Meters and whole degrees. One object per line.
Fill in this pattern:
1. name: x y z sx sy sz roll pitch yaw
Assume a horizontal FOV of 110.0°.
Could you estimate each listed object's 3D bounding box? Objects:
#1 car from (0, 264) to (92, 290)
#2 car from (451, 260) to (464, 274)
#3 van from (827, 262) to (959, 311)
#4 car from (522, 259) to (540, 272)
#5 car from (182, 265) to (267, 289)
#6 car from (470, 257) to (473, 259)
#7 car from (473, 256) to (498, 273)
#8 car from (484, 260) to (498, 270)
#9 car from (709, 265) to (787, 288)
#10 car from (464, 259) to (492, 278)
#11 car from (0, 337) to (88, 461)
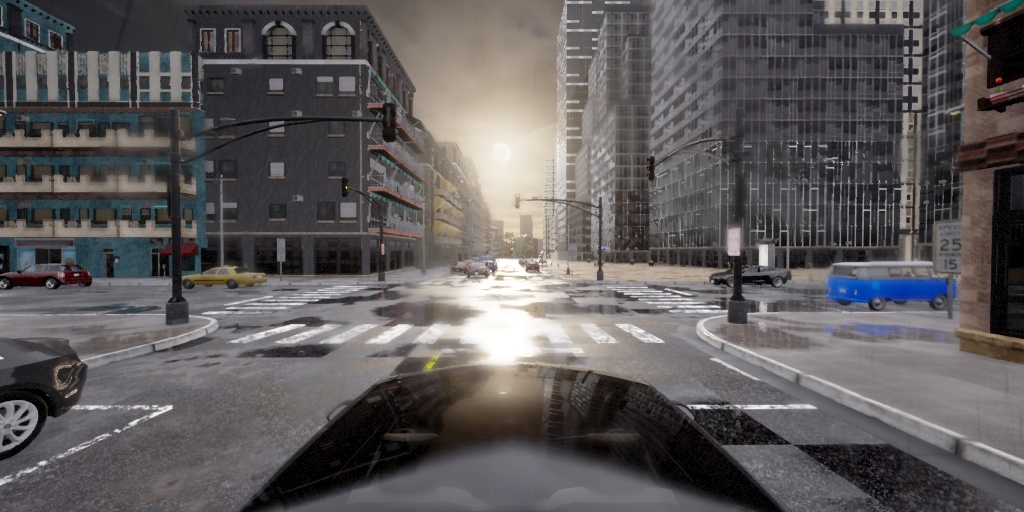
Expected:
1. car: -28.817 1.190 22.142 4.097 1.591 1.967 0 0 0
2. car: -5.761 1.289 40.285 1.888 1.381 4.507 0 0 0
3. van: 14.667 1.116 13.913 3.998 1.789 1.690 0 0 0
4. car: 2.575 1.289 46.007 1.888 1.381 4.507 0 0 0
5. car: -17.920 1.247 22.180 4.829 1.417 1.751 0 0 0
6. car: -5.772 1.184 45.934 1.967 1.591 4.097 0 0 0
7. car: -3.176 0.967 44.646 2.150 2.045 5.566 0 0 0
8. car: -3.183 1.309 54.850 1.994 1.385 4.181 0 0 0
9. car: 14.638 1.215 22.293 4.313 1.339 1.948 0 0 0
10. car: -3.158 1.270 34.261 1.812 1.442 4.674 0 0 0
11. car: -5.692 1.300 2.219 2.007 1.370 4.403 0 0 0
